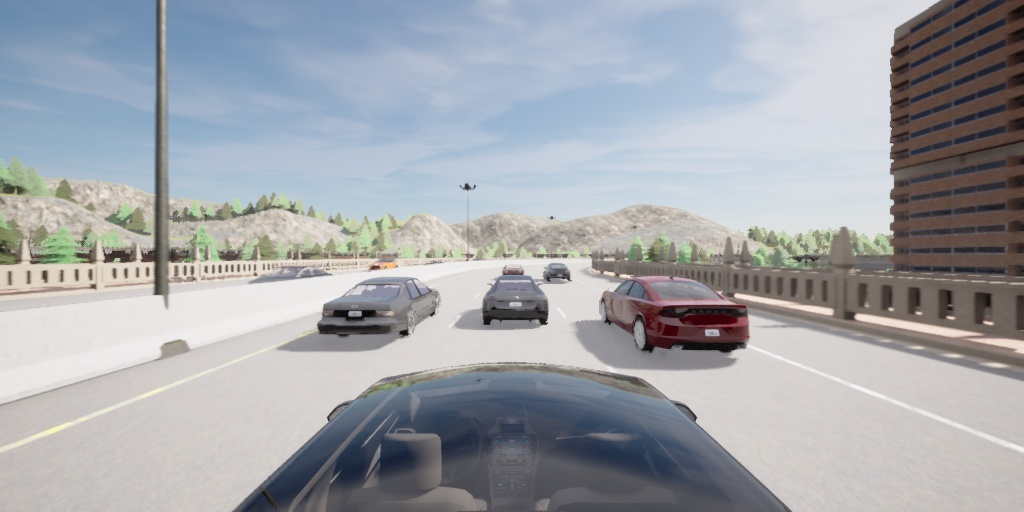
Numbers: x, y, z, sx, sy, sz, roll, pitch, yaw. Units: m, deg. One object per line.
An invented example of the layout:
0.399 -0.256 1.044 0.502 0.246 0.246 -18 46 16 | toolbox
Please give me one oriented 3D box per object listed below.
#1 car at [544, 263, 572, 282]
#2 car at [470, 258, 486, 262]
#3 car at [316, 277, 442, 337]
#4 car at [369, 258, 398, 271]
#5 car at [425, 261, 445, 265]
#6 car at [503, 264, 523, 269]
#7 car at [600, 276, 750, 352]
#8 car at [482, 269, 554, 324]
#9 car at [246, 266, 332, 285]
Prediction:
3.604 1.277 29.061 1.812 1.442 4.674 0 0 0 | car
-5.979 1.121 63.421 2.097 1.767 4.553 0 0 17 | car
-3.400 1.297 10.279 2.033 1.411 5.357 0 0 0 | car
-16.636 1.101 46.623 2.097 1.767 4.553 0 0 7 | car
-11.678 1.351 55.329 1.895 1.301 4.718 0 0 12 | car
0.121 1.352 31.881 1.895 1.301 4.718 0 0 1 | car
3.599 1.228 8.918 1.882 1.535 5.008 0 0 0 | car
0.099 1.314 11.979 1.994 1.385 4.181 0 0 0 | car
-10.596 1.241 17.387 2.128 1.511 4.902 0 0 0 | car
